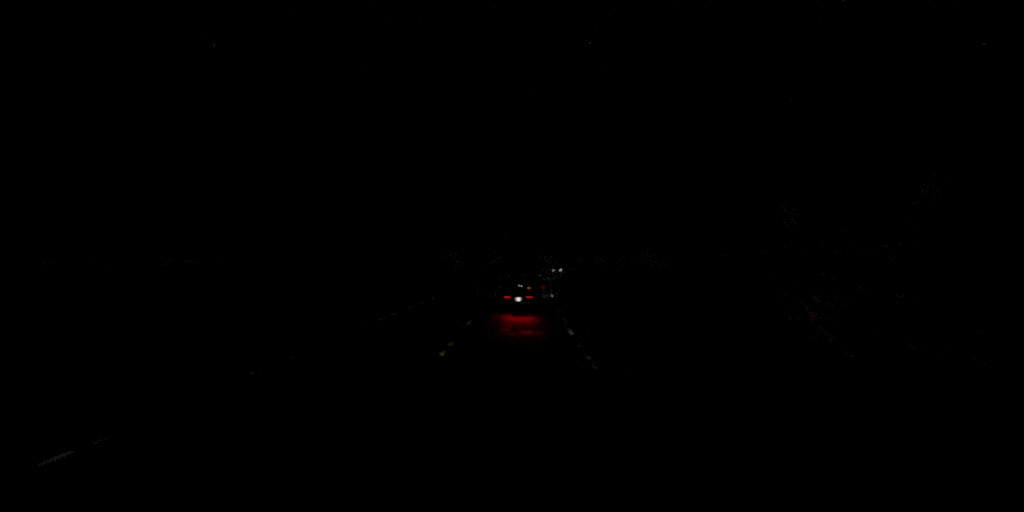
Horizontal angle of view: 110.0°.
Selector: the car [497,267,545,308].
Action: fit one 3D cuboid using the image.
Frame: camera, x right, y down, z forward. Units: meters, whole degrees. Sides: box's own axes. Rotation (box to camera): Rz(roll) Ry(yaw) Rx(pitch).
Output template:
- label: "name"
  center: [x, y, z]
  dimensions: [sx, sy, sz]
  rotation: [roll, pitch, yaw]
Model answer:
- label: "car"
  center: [0.419, 1.390, 16.019]
  dimensions: [1.837, 1.490, 4.892]
  rotation: [0, 0, 4]
